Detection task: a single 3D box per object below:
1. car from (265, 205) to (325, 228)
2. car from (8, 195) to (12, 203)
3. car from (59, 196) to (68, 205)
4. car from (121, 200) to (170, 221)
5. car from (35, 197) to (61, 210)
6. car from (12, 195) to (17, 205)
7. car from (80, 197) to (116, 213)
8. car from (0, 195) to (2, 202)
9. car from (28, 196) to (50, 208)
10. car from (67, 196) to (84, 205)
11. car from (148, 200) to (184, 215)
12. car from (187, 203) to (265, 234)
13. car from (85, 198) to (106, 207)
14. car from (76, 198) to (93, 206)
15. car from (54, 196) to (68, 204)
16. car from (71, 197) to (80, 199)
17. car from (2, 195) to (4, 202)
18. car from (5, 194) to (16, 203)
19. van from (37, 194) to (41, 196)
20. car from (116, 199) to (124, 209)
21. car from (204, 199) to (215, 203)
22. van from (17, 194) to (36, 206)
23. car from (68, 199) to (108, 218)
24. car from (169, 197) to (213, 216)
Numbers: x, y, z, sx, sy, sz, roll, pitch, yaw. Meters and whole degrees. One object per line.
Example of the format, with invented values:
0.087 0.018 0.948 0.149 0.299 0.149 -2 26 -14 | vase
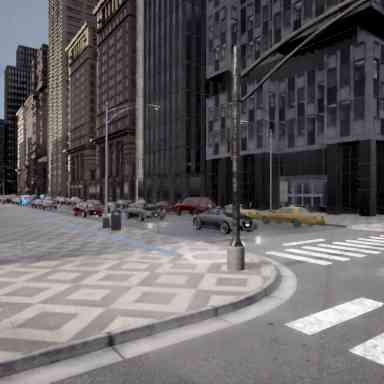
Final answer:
6.641 1.579 22.805 1.752 1.417 4.829 0 0 -35 | car
-35.804 1.779 68.029 1.802 1.307 4.206 0 0 -35 | car
-23.534 1.780 60.840 1.895 1.301 4.718 0 0 -36 | car
-3.946 1.623 27.630 1.994 1.385 4.181 0 0 -35 | car
-19.625 1.696 45.164 1.802 1.307 4.206 0 0 -35 | car
-32.471 1.705 63.318 1.752 1.417 4.829 0 0 -35 | car
-10.614 1.594 37.067 1.837 1.490 4.892 0 0 -35 | car
-45.512 1.690 81.748 1.967 1.590 4.097 0 0 -35 | car
-22.861 1.712 49.737 1.802 1.307 4.206 0 0 -35 | car
-22.383 1.634 63.820 1.967 1.590 4.097 0 0 -35 | car
-2.968 1.643 36.384 1.887 1.381 4.507 0 0 -35 | car
1.842 1.596 19.448 1.994 1.385 4.181 0 0 -35 | car
-15.911 1.727 54.675 1.947 1.339 4.313 0 0 -35 | car
-19.147 1.760 59.248 1.802 1.307 4.206 0 0 -35 | car
-28.854 1.668 72.965 1.967 1.590 4.097 0 0 -35 | car
-17.516 1.654 52.339 1.837 1.490 4.892 0 0 -35 | car
-42.277 1.814 77.175 1.802 1.307 4.206 0 0 -35 | car
-39.041 1.529 72.603 2.192 1.841 5.009 0 0 -35 | car
-38.562 1.622 86.684 1.690 1.788 3.998 0 0 -35 | van
-9.440 1.680 45.530 2.008 1.369 4.403 0 0 -35 | car
3.405 1.594 27.377 1.752 1.417 4.829 0 0 -35 | car
-29.333 1.505 58.884 1.690 1.788 3.998 0 0 -35 | van
-9.917 1.612 31.446 1.887 1.381 4.507 0 0 -35 | car
0.267 1.398 31.812 2.192 1.841 5.009 0 0 -35 | car
